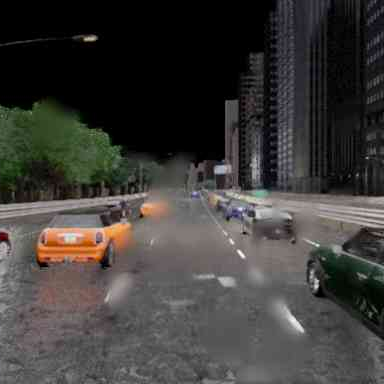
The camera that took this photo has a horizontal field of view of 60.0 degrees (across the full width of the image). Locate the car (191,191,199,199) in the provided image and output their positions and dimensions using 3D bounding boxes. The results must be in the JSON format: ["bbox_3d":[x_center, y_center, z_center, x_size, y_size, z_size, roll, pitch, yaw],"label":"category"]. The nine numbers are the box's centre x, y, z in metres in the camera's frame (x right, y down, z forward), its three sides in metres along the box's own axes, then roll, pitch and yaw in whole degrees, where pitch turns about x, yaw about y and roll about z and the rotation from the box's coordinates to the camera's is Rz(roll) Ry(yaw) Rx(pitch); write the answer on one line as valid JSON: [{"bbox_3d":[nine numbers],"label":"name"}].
[{"bbox_3d":[0.694,0.753,79.859,1.882,1.535,5.008,0,1,1],"label":"car"}]

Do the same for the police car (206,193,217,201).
[{"bbox_3d":[4.057,1.080,70.695,2.038,1.542,4.974,0,1,1],"label":"police car"}]

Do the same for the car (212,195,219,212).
[{"bbox_3d":[3.666,1.462,37.792,1.837,1.490,4.892,0,0,0],"label":"car"}]

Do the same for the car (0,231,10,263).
[{"bbox_3d":[-6.885,1.470,8.902,1.882,1.535,5.008,0,0,0],"label":"car"}]

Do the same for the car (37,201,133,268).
[{"bbox_3d":[-3.379,1.342,11.390,2.097,1.767,4.553,0,0,0],"label":"car"}]

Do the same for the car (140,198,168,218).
[{"bbox_3d":[-3.292,1.320,29.814,2.097,1.767,4.553,0,0,0],"label":"car"}]

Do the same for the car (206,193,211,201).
[{"bbox_3d":[3.902,1.227,59.755,2.163,1.488,4.792,0,1,1],"label":"car"}]

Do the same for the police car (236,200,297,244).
[{"bbox_3d":[3.533,1.410,15.961,1.930,1.638,5.238,0,0,0],"label":"police car"}]

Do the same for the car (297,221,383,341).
[{"bbox_3d":[3.611,1.349,5.681,2.097,1.767,4.553,0,0,0],"label":"car"}]

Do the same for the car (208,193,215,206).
[{"bbox_3d":[3.771,1.348,48.755,1.882,1.535,5.008,0,1,1],"label":"car"}]

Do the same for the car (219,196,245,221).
[{"bbox_3d":[3.586,1.325,26.792,2.097,1.767,4.553,0,0,0],"label":"car"}]
